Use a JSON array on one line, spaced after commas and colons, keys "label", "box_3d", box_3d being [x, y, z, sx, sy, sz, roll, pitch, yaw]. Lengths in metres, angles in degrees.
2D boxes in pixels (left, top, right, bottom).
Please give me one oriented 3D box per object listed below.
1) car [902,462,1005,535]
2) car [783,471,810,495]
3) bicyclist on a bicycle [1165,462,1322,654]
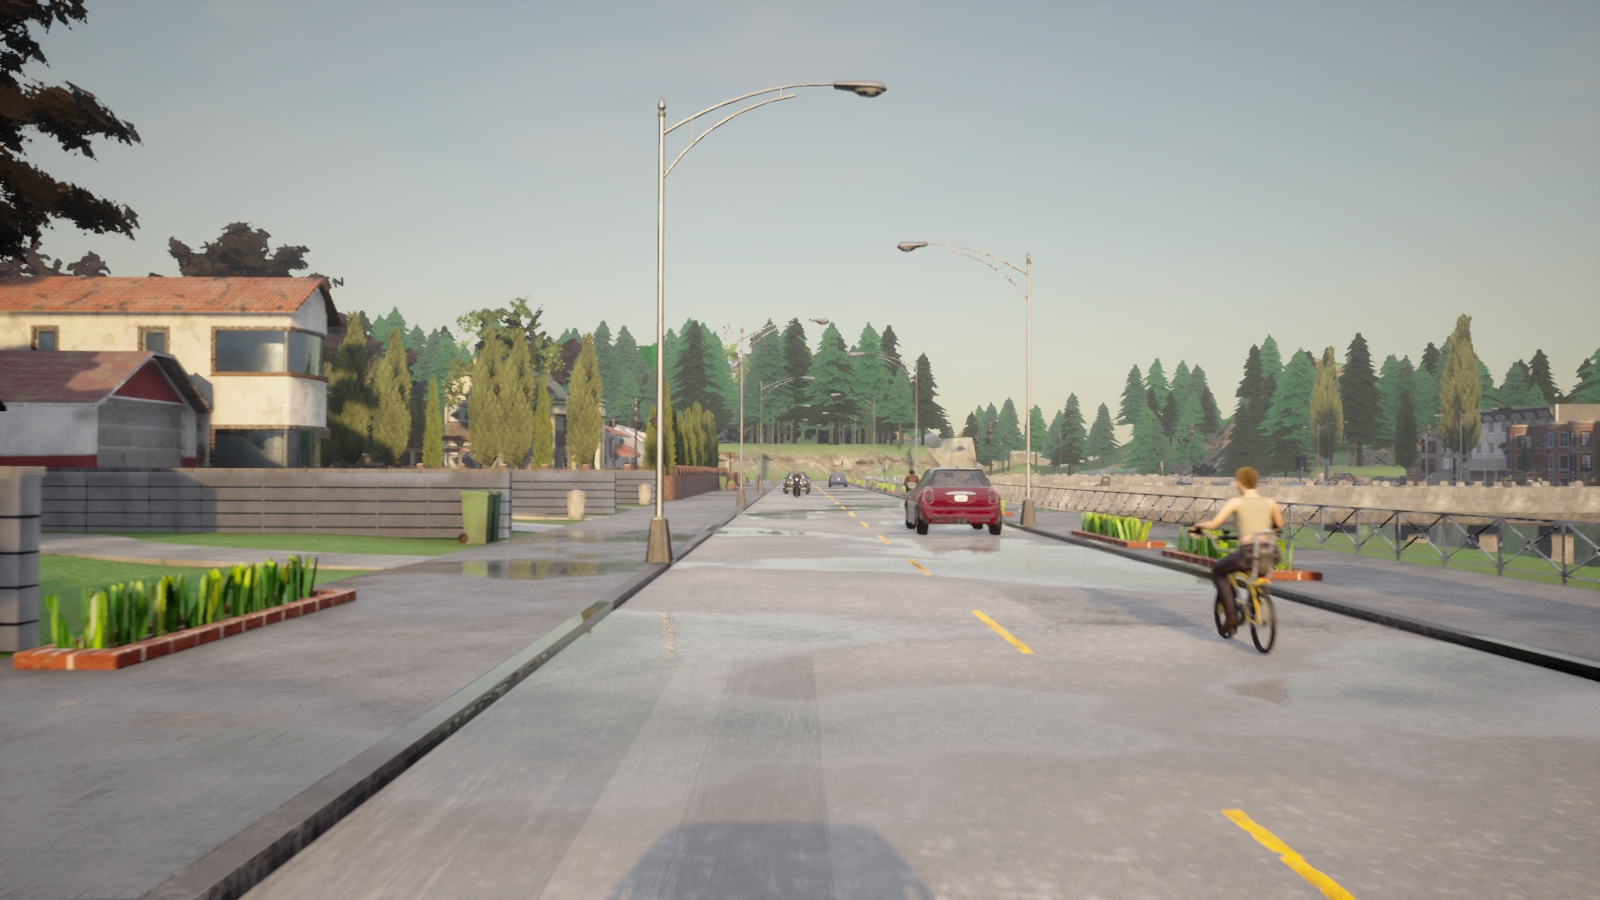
[{"label": "car", "box_3d": [3.921, 1.207, 32.855, 2.097, 1.767, 4.553, 0, -1, 0]}, {"label": "car", "box_3d": [-0.192, 2.225, 85.477, 1.789, 1.549, 3.705, 0, -1, 0]}, {"label": "bicyclist on a bicycle", "box_3d": [3.968, 0.926, 11.371, 0.866, 1.612, 1.509, 0, -1, 0]}]
